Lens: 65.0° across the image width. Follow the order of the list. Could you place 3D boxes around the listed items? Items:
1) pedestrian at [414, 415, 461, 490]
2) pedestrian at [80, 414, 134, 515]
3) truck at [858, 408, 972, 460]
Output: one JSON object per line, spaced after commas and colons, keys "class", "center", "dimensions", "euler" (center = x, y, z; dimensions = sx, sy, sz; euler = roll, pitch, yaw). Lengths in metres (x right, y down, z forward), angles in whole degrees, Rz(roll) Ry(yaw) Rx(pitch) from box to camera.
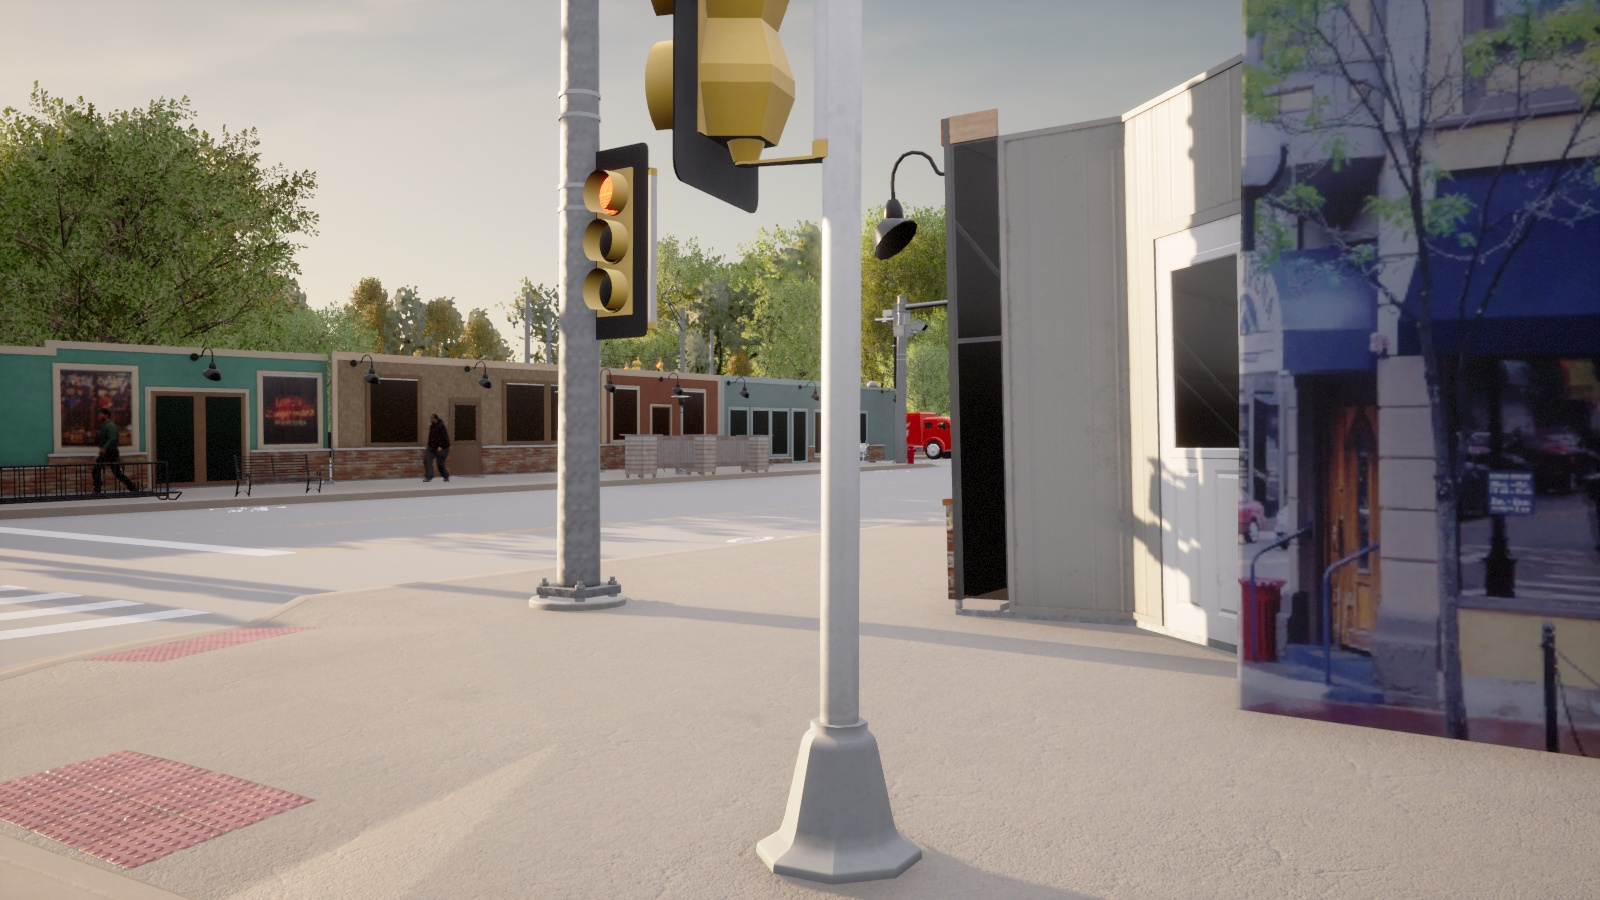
{"class": "pedestrian", "center": [-9.142, 0.057, 31.679], "dimensions": [0.634, 1.844, 0.899], "euler": [0, 1, 32]}
{"class": "pedestrian", "center": [-13.655, 0.271, 24.743], "dimensions": [0.423, 1.949, 0.788], "euler": [0, 1, 37]}
{"class": "truck", "center": [6.029, -0.823, 65.672], "dimensions": [5.204, 2.467, 2.627], "euler": [-3, 0, 29]}
